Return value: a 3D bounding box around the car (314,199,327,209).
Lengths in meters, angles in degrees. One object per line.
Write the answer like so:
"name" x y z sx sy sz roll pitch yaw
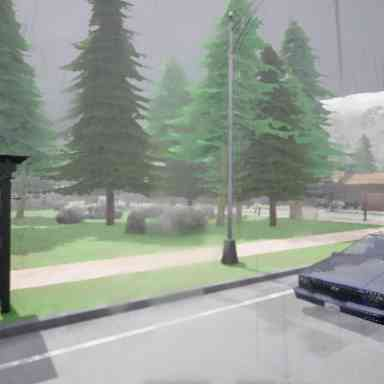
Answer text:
"car" 19.038 1.428 47.040 3.866 1.878 1.905 0 0 -37

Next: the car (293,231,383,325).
"car" 4.573 1.596 7.232 5.357 1.411 2.033 0 0 -35

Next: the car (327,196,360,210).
"car" 20.859 1.429 45.263 4.605 1.855 1.932 0 0 -37
